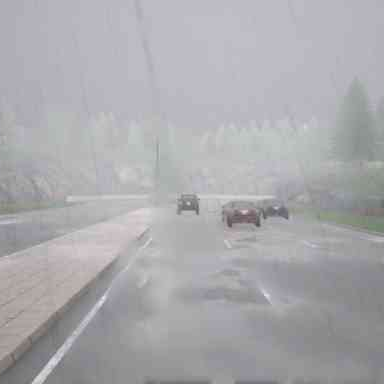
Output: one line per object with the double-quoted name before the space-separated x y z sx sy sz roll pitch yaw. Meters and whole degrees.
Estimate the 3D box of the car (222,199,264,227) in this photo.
"car" 3.282 1.352 23.112 2.097 1.767 4.553 0 0 -1

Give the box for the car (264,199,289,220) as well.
"car" 6.711 1.352 28.691 2.097 1.767 4.553 0 0 -1

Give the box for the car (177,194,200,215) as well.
"car" -0.367 1.221 34.337 2.150 2.045 5.566 0 0 0

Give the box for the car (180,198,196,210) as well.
"car" -0.485 1.547 44.518 2.033 1.411 5.357 0 0 0
